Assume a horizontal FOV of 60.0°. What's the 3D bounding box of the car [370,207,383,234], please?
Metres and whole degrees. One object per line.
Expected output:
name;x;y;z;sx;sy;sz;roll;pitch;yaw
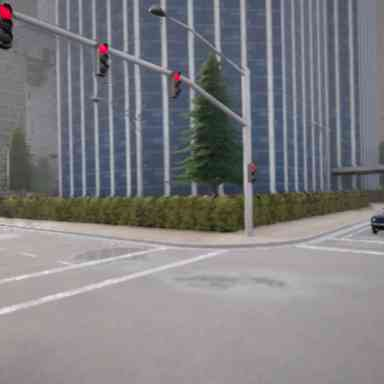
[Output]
car;10.481;1.349;16.822;1.895;1.301;4.718;-1;0;40
